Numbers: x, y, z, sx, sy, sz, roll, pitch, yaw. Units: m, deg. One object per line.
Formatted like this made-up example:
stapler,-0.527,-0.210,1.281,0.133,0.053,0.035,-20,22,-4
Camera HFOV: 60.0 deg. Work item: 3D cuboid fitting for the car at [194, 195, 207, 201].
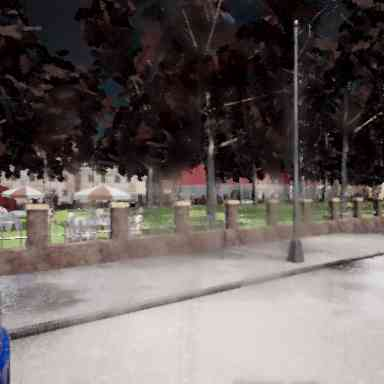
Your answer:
car,2.257,1.368,61.652,4.553,1.767,2.097,0,0,-36

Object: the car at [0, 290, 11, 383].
car,-4.084,1.221,1.690,5.566,2.045,2.150,0,0,-36
